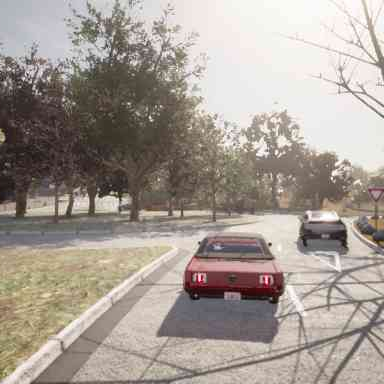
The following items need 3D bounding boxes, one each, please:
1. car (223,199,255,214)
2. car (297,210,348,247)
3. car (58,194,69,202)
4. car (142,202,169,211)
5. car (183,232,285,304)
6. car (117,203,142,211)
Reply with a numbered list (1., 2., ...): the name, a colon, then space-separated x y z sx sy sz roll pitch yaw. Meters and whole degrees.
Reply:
1. car: 6.556 2.060 46.559 2.150 2.045 5.566 1 -2 -27
2. car: 6.133 1.613 15.851 2.128 1.511 4.902 0 -1 17
3. car: -33.190 1.851 84.911 1.946 1.575 5.366 0 2 -12
4. car: -5.451 2.404 55.510 4.553 1.767 2.097 -1 -2 24
5. car: 1.055 1.638 8.289 1.895 1.301 4.718 0 -1 8
6. car: -10.763 2.629 59.129 4.902 1.511 2.128 0 -1 -1
